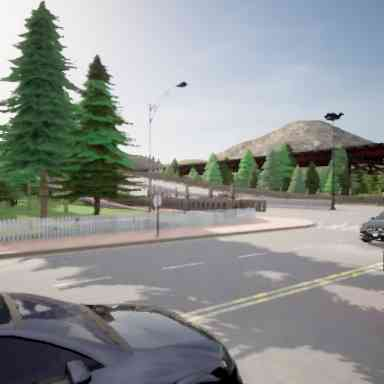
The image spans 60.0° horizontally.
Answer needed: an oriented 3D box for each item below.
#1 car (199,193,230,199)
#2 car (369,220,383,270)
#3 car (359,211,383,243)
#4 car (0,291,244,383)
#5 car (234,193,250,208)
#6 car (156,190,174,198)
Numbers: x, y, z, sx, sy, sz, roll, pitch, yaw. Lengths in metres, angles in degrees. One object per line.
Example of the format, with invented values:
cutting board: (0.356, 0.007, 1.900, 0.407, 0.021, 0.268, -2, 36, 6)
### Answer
car: (2.480, 1.291, 43.605, 2.097, 1.767, 4.553, 0, 1, -37)
car: (6.790, 1.506, 8.591, 4.892, 1.490, 1.837, 0, 0, -35)
car: (9.418, 1.510, 14.900, 4.892, 1.490, 1.837, 1, 0, -35)
car: (-1.567, 1.564, 2.628, 4.181, 1.385, 1.994, 0, 0, -36)
car: (5.616, 1.173, 45.259, 2.150, 2.045, 5.566, 0, 1, -37)
car: (-5.025, 0.445, 59.397, 1.837, 1.490, 4.892, 0, 6, -36)
